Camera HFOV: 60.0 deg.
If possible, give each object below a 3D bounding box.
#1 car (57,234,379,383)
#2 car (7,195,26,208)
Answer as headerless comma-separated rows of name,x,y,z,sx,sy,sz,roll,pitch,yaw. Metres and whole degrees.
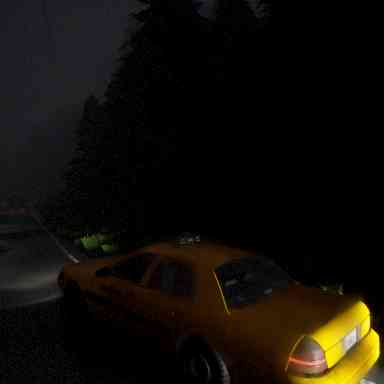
car,-0.255,1.417,5.093,5.366,1.575,1.801,1,1,44
car,-21.098,1.059,40.092,2.128,1.511,4.902,-2,2,-26
